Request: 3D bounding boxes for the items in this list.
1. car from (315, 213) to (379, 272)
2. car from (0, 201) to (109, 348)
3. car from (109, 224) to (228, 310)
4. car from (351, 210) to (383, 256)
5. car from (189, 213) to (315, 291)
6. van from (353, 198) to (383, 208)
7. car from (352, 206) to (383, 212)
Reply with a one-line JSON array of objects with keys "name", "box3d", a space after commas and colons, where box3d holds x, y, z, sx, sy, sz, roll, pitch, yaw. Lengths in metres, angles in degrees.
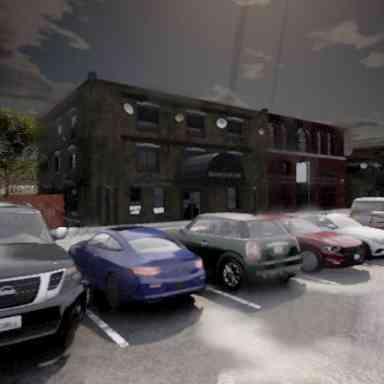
[{"name": "car", "box3d": [3.083, 1.507, 11.175, 2.097, 1.535, 5.008, 0, 0, -35]}, {"name": "car", "box3d": [-3.805, 1.229, 6.235, 2.435, 2.045, 5.566, 0, 0, -35]}, {"name": "car", "box3d": [-1.518, 1.529, 7.893, 2.002, 1.452, 4.674, 0, 0, -35]}, {"name": "car", "box3d": [5.388, 1.556, 12.810, 2.002, 1.452, 4.674, 0, 0, -35]}, {"name": "car", "box3d": [0.802, 1.373, 9.508, 2.185, 1.767, 4.553, 0, 0, -35]}, {"name": "van", "box3d": [10.176, 1.275, 16.069, 1.878, 1.987, 4.442, -1, 0, -35]}, {"name": "car", "box3d": [7.701, 1.559, 14.449, 2.002, 1.452, 4.674, 0, 0, -35]}]
